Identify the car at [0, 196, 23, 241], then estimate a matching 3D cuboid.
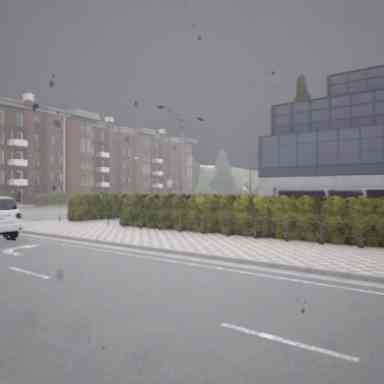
[{"bbox_3d":[-10.101,1.205,15.433,5.566,2.045,2.150,0,0,35],"label":"car"}]
